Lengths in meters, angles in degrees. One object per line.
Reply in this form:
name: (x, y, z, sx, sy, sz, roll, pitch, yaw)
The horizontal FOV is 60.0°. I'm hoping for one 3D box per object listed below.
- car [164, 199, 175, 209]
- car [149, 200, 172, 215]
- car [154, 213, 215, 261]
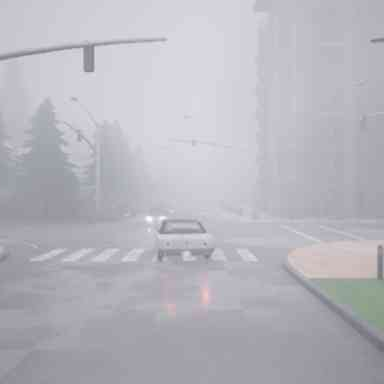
car: (-3.618, 1.810, 50.834, 1.882, 1.535, 5.008, 0, 0, 1)
car: (-3.748, 1.856, 37.845, 1.895, 1.301, 4.718, 0, 0, 1)
car: (-0.480, 1.682, 12.744, 1.895, 1.301, 4.718, 0, 0, -8)
